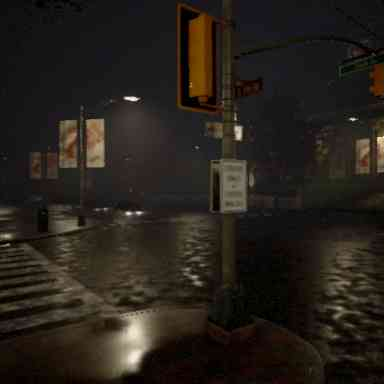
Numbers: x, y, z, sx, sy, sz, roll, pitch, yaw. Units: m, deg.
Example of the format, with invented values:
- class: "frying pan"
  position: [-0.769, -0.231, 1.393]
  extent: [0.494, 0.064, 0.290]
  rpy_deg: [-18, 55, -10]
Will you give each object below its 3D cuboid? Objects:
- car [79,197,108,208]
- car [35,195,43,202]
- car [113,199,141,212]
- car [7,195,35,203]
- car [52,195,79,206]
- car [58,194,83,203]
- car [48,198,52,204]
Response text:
- class: "car"
  position: [-13.662, 1.491, 46.955]
  extent: [2.033, 1.411, 5.357]
  rpy_deg: [0, 0, -38]
- class: "car"
  position: [-33.586, 1.420, 69.685]
  extent: [4.674, 1.442, 1.812]
  rpy_deg: [0, 0, 12]
- class: "car"
  position: [-7.513, 1.507, 38.491]
  extent: [1.994, 1.385, 4.181]
  rpy_deg: [0, 0, -35]
- class: "car"
  position: [-34.545, 1.439, 66.319]
  extent: [4.674, 1.442, 1.812]
  rpy_deg: [0, 0, 12]
- class: "car"
  position: [-20.616, 1.426, 54.824]
  extent: [5.008, 1.535, 1.882]
  rpy_deg: [0, 0, 41]
- class: "car"
  position: [-24.191, 1.290, 65.979]
  extent: [4.553, 1.767, 2.097]
  rpy_deg: [0, 0, 26]
- class: "car"
  position: [-25.009, 1.437, 62.466]
  extent: [4.902, 1.511, 2.128]
  rpy_deg: [0, 0, 30]
